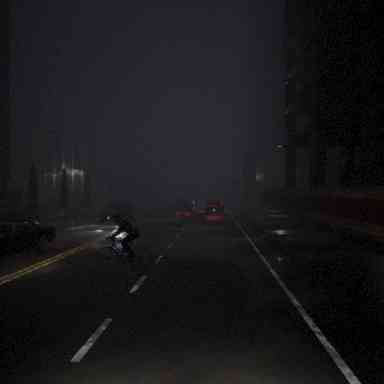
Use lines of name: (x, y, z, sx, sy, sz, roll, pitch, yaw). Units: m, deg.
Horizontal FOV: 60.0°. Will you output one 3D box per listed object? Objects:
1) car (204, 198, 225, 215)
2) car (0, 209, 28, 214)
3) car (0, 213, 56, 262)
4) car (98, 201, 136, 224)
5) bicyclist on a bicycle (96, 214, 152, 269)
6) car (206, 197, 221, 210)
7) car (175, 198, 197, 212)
car: (2.294, 1.504, 34.427, 1.837, 1.490, 4.892, 0, 0, 4)
car: (-9.597, 1.547, 16.599, 2.033, 1.411, 5.357, 0, 0, 4)
car: (-6.478, 1.601, 11.022, 1.895, 1.301, 4.718, 0, 0, 4)
car: (-5.533, 1.503, 25.044, 1.837, 1.490, 4.892, 0, 0, 4)
bicyclist on a bicycle: (-1.985, 1.454, 9.629, 1.656, 1.620, 0.582, -2, 0, 4)
car: (2.916, 1.478, 43.864, 1.882, 1.535, 5.008, 0, 0, 6)
car: (-0.885, 1.491, 39.359, 2.128, 1.511, 4.902, 0, 0, 4)
